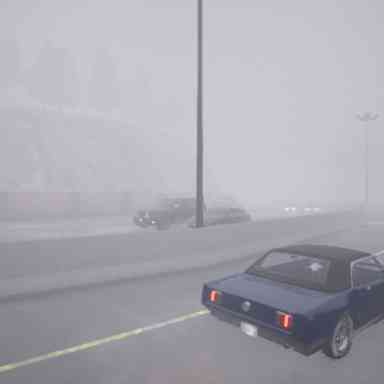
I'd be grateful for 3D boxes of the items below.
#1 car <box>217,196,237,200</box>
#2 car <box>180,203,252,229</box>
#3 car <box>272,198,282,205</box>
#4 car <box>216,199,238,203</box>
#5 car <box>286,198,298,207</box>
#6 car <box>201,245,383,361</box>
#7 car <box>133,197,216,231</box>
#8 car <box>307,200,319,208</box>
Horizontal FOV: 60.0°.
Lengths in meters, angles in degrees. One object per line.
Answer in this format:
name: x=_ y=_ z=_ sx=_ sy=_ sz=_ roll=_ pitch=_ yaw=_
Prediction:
car: x=4.349 y=1.484 z=42.808 sx=2.150 sy=2.045 sz=5.566 roll=0 pitch=0 yaw=24
car: x=1.773 y=1.629 z=20.175 sx=1.837 sy=1.490 sz=4.892 roll=0 pitch=0 yaw=42
car: x=18.033 y=1.938 z=70.619 sx=1.882 sy=1.535 sz=5.008 roll=0 pitch=0 yaw=19
car: x=4.192 y=1.782 z=35.061 sx=1.994 sy=1.385 sz=4.181 roll=0 pitch=0 yaw=31
car: x=17.524 y=1.880 z=58.451 sx=2.128 sy=1.511 sz=4.902 roll=0 pitch=0 yaw=19
car: x=2.497 y=1.643 z=6.061 sx=4.718 sy=1.301 sz=1.895 roll=0 pitch=0 yaw=-40
car: x=-1.205 y=1.349 z=21.996 sx=2.150 sy=2.045 sz=5.566 roll=0 pitch=0 yaw=43
car: x=20.839 y=1.989 z=57.314 sx=1.895 sy=1.301 sz=4.718 roll=0 pitch=0 yaw=19
